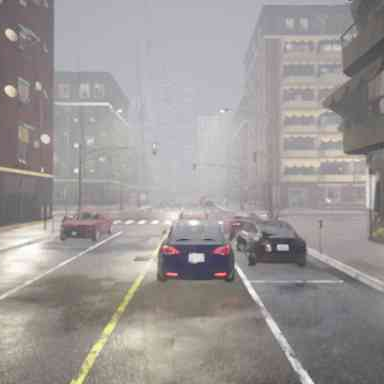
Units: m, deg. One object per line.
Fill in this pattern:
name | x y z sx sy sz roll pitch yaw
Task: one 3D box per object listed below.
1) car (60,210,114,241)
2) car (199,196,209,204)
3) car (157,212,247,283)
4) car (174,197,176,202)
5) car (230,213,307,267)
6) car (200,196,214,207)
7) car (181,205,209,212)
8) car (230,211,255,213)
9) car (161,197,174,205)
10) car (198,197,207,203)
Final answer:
car | -5.273 1.621 17.136 1.887 1.381 4.507 1 0 0
car | 2.577 1.792 72.289 1.967 1.590 4.097 1 0 0
car | 0.102 1.547 9.877 2.163 1.488 4.792 0 0 0
car | -5.304 1.992 89.346 1.887 1.381 4.507 1 0 0
car | 2.574 1.617 11.493 1.947 1.339 4.313 1 0 0
car | 2.705 1.805 55.220 1.887 1.381 4.507 1 0 0
car | 0.095 1.689 19.599 1.895 1.301 4.718 0 0 0
car | 2.574 1.621 17.164 1.887 1.381 4.507 1 0 0
car | -5.321 1.872 66.588 2.008 1.369 4.403 1 0 0
car | 2.576 1.980 83.668 1.947 1.339 4.313 1 0 0
